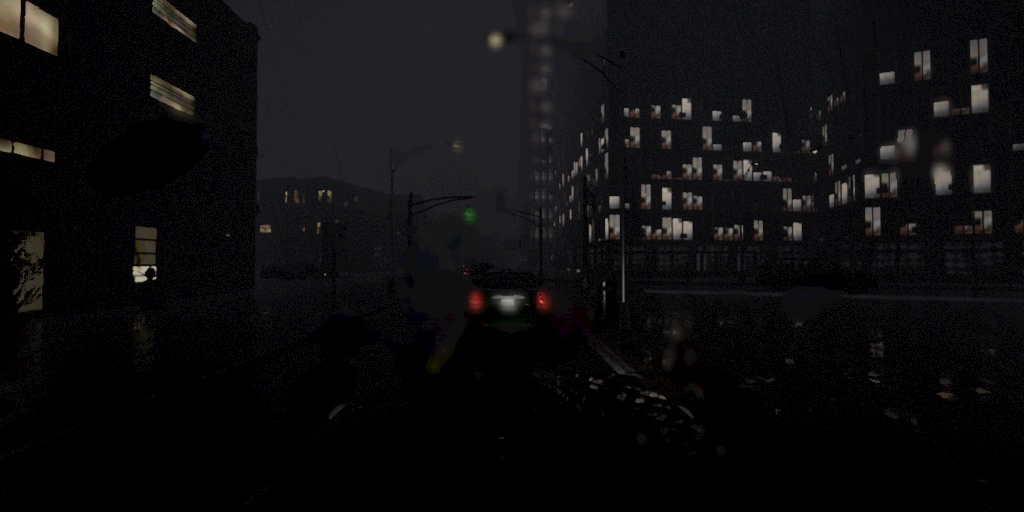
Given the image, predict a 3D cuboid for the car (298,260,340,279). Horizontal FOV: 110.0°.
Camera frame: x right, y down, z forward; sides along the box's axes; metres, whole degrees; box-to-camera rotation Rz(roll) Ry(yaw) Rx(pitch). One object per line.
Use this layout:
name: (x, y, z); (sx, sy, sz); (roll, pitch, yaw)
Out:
car: (-18.497, 1.246, 33.649); (4.553, 1.767, 2.097); (0, -1, 19)

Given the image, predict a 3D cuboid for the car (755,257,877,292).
car: (16.028, 0.985, 19.264); (5.009, 1.841, 2.192); (0, 0, 19)

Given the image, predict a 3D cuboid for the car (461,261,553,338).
car: (-0.097, 1.132, 10.502); (2.097, 1.767, 4.553); (0, 0, -1)

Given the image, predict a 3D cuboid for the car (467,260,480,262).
car: (-2.754, 1.371, 35.059); (1.837, 1.490, 4.892); (3, 2, 39)

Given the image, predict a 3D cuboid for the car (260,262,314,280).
car: (-20.156, 1.416, 31.589); (4.313, 1.339, 1.948); (0, 0, 19)
